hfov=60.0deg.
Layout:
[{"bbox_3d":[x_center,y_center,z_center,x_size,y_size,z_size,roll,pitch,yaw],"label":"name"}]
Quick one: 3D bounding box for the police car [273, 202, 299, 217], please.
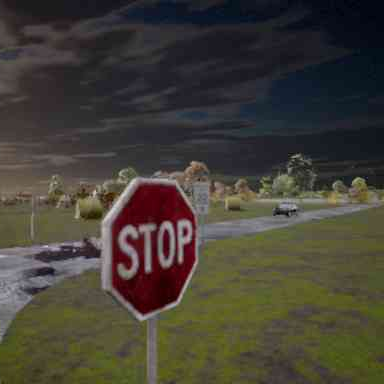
[{"bbox_3d":[11.192,2.066,39.577,1.930,1.638,5.238,-1,-2,35],"label":"police car"}]
